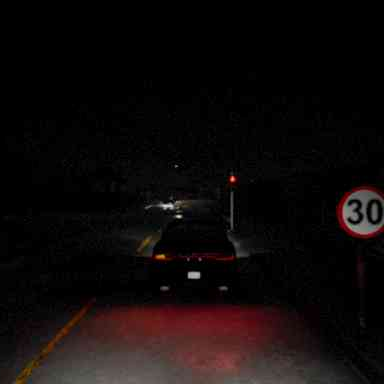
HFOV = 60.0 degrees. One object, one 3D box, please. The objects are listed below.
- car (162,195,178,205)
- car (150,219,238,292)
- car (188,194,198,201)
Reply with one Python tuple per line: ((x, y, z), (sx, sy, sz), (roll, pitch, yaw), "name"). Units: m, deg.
((-3.982, 1.345, 56.772), (2.128, 1.511, 4.902), (0, 0, 0), "car")
((0.064, 1.454, 8.908), (1.882, 1.535, 5.008), (0, 0, 1), "car")
((0.106, 1.153, 71.683), (1.812, 1.442, 4.674), (0, 0, 0), "car")
